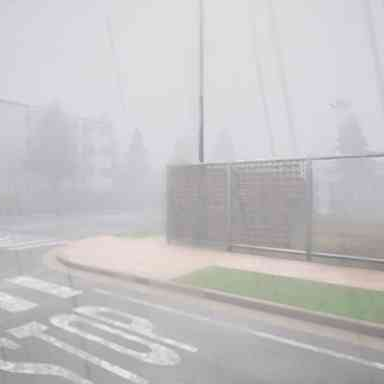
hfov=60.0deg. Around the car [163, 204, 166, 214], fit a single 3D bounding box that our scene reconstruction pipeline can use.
[{"bbox_3d":[-0.911,1.407,33.941,1.882,1.535,5.008,0,1,35],"label":"car"}]
